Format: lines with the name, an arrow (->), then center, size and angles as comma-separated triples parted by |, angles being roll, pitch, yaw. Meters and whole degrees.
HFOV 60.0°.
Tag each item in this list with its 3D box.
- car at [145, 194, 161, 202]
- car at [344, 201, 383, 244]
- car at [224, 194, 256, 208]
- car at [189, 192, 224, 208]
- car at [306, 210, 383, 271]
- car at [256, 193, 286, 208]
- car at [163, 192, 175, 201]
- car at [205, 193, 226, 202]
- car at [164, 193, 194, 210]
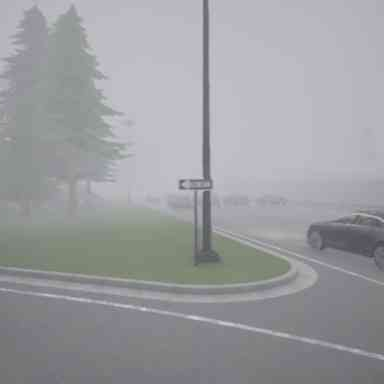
car -> -6.250, 0.910, 52.259 | 1.895, 1.301, 4.718 | -1, 1, -16
car -> 8.459, 1.253, 12.878 | 1.882, 1.535, 5.008 | -1, 1, -16
car -> 4.982, 0.938, 38.172 | 2.128, 1.511, 4.902 | -1, 1, -16
car -> 1.568, 0.825, 37.384 | 2.097, 1.767, 4.553 | -1, 1, -16
car -> 5.539, 1.317, 10.330 | 2.128, 1.511, 4.902 | -1, 1, -16
car -> 8.785, 0.940, 37.576 | 1.837, 1.490, 4.892 | -1, 1, -16
car -> -3.714, 0.720, 56.161 | 1.882, 1.535, 5.008 | -1, 1, -16
car -> 3.858, 0.820, 55.102 | 1.895, 1.301, 4.718 | -1, 1, -16
car -> -1.314, 1.090, 34.708 | 1.994, 1.385, 4.181 | -1, 1, -16
